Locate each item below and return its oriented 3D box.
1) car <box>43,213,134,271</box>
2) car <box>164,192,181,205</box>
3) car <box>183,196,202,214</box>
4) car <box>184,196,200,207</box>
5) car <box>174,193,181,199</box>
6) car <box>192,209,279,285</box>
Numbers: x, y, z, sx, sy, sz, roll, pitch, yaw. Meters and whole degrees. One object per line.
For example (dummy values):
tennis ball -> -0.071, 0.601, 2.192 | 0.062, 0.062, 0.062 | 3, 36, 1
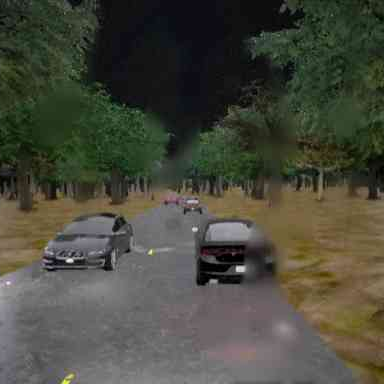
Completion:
car -> -3.113, 1.490, 10.894 | 1.837, 1.490, 4.892 | 0, 0, 0
car -> -3.162, 1.006, 52.462 | 2.150, 2.045, 5.566 | 0, 0, 0
car -> 0.066, 1.427, 33.957 | 1.812, 1.442, 4.674 | 0, 0, 0
car -> -0.017, 1.310, 47.679 | 2.128, 1.511, 4.902 | 0, 0, 0
car -> -3.590, 1.055, 83.440 | 1.837, 1.490, 4.892 | 0, 0, -3
car -> 1.037, 1.466, 9.464 | 1.882, 1.535, 5.008 | 0, 0, 0
